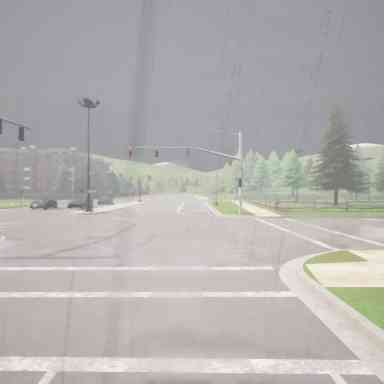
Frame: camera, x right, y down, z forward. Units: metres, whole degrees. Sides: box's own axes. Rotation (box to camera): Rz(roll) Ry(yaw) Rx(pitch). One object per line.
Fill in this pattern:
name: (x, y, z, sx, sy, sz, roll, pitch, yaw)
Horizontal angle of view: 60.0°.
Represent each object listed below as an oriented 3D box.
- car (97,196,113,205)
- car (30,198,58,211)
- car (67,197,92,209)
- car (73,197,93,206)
car: (-14.927, 1.506, 57.424, 1.837, 1.490, 4.892, 0, 0, 0)
car: (-18.500, 1.491, 41.684, 2.128, 1.511, 4.902, 0, 0, 0)
car: (-14.969, 1.548, 44.667, 2.033, 1.411, 5.357, 0, 0, 1)
car: (-18.437, 1.564, 56.241, 1.994, 1.385, 4.181, 0, 0, 0)
